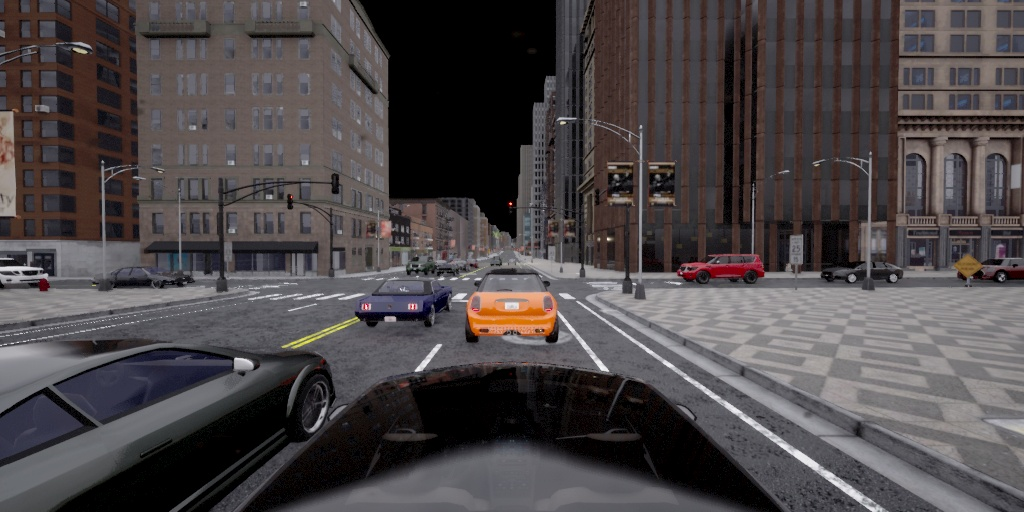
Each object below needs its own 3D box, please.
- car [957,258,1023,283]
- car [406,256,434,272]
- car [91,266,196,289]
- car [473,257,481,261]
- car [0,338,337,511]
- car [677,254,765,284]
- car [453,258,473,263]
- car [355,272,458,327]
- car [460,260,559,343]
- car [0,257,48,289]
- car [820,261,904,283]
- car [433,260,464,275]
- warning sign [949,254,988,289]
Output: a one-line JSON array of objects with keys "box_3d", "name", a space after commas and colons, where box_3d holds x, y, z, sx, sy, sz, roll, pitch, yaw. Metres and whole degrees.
[{"box_3d": [35.007, 0.926, 25.621, 4.553, 1.767, 2.097, 0, 1, 0], "name": "car"}, {"box_3d": [-9.865, 0.989, 39.217, 2.150, 2.045, 5.566, 0, 0, 0], "name": "car"}, {"box_3d": [-24.114, 1.397, 23.532, 5.357, 1.411, 2.033, 0, 1, 0], "name": "car"}, {"box_3d": [-6.607, 1.130, 58.106, 2.097, 1.767, 4.553, 0, 0, 0], "name": "car"}, {"box_3d": [-3.158, 1.314, 2.705, 1.994, 1.385, 4.181, 0, 0, 1], "name": "car"}, {"box_3d": [14.833, 0.875, 25.548, 5.566, 2.045, 2.150, 0, 1, 0], "name": "car"}, {"box_3d": [-6.614, 1.277, 46.818, 1.837, 1.490, 4.892, 0, 0, 0], "name": "car"}, {"box_3d": [-3.152, 1.350, 11.525, 1.895, 1.301, 4.718, 0, 0, 0], "name": "car"}, {"box_3d": [0.008, 1.101, 9.874, 2.097, 1.767, 4.553, 0, 0, 0], "name": "car"}, {"box_3d": [-34.306, 1.105, 23.585, 5.566, 2.045, 2.150, 0, 1, 0], "name": "car"}, {"box_3d": [24.888, 1.119, 25.588, 4.892, 1.490, 1.837, 0, 1, 0], "name": "car"}, {"box_3d": [-6.600, 1.367, 37.548, 1.895, 1.301, 4.718, 0, 0, -1], "name": "car"}, {"box_3d": [25.173, 0.827, 19.787, 1.060, 1.860, 1.300, 0, 0, 0], "name": "warning sign"}]
